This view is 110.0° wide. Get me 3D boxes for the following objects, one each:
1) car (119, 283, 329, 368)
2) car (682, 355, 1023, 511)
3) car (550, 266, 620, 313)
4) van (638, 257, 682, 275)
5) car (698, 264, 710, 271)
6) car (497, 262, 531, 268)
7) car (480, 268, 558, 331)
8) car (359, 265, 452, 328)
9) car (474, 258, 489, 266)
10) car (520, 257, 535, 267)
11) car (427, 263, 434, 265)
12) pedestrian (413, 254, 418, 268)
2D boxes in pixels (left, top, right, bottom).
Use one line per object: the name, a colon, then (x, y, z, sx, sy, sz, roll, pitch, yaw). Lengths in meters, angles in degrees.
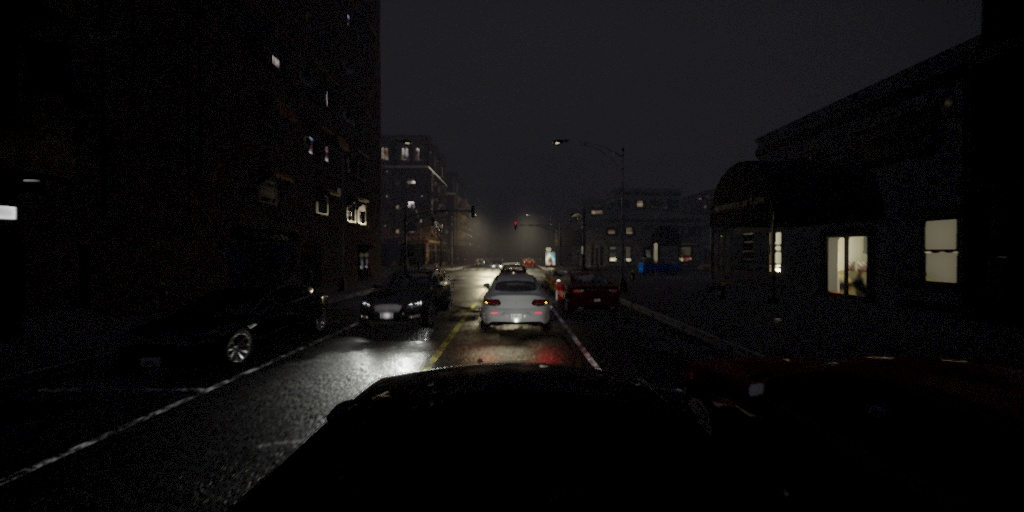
car: (-5.691, 1.292, 7.824, 1.948, 1.339, 4.313, 0, 0, 0)
car: (2.690, 1.293, 2.122, 1.888, 1.381, 4.507, 0, 0, 0)
car: (2.690, 1.250, 13.516, 1.888, 1.381, 4.507, 0, 0, 0)
van: (14.655, 1.037, 35.680, 3.998, 1.789, 1.690, 0, 0, 0)
car: (25.484, 1.163, 44.140, 4.829, 1.417, 1.751, 0, 0, 0)
car: (0.110, 1.268, 24.643, 1.895, 1.301, 4.718, 0, 0, 1)
car: (0.099, 1.241, 10.700, 1.812, 1.442, 4.674, 0, 0, 0)
car: (-3.095, 1.205, 11.304, 2.128, 1.511, 4.902, 0, 0, 0)
car: (-5.691, 1.103, 63.065, 2.007, 1.370, 4.403, 0, 0, 0)
car: (2.690, 1.007, 57.380, 1.967, 1.591, 4.097, 0, 0, 0)
car: (-5.691, 1.191, 24.744, 1.751, 1.417, 4.829, 0, 0, 0)
pedestrian: (-12.631, 0.663, 46.790, 0.375, 1.860, 0.375, 0, 0, 0)
